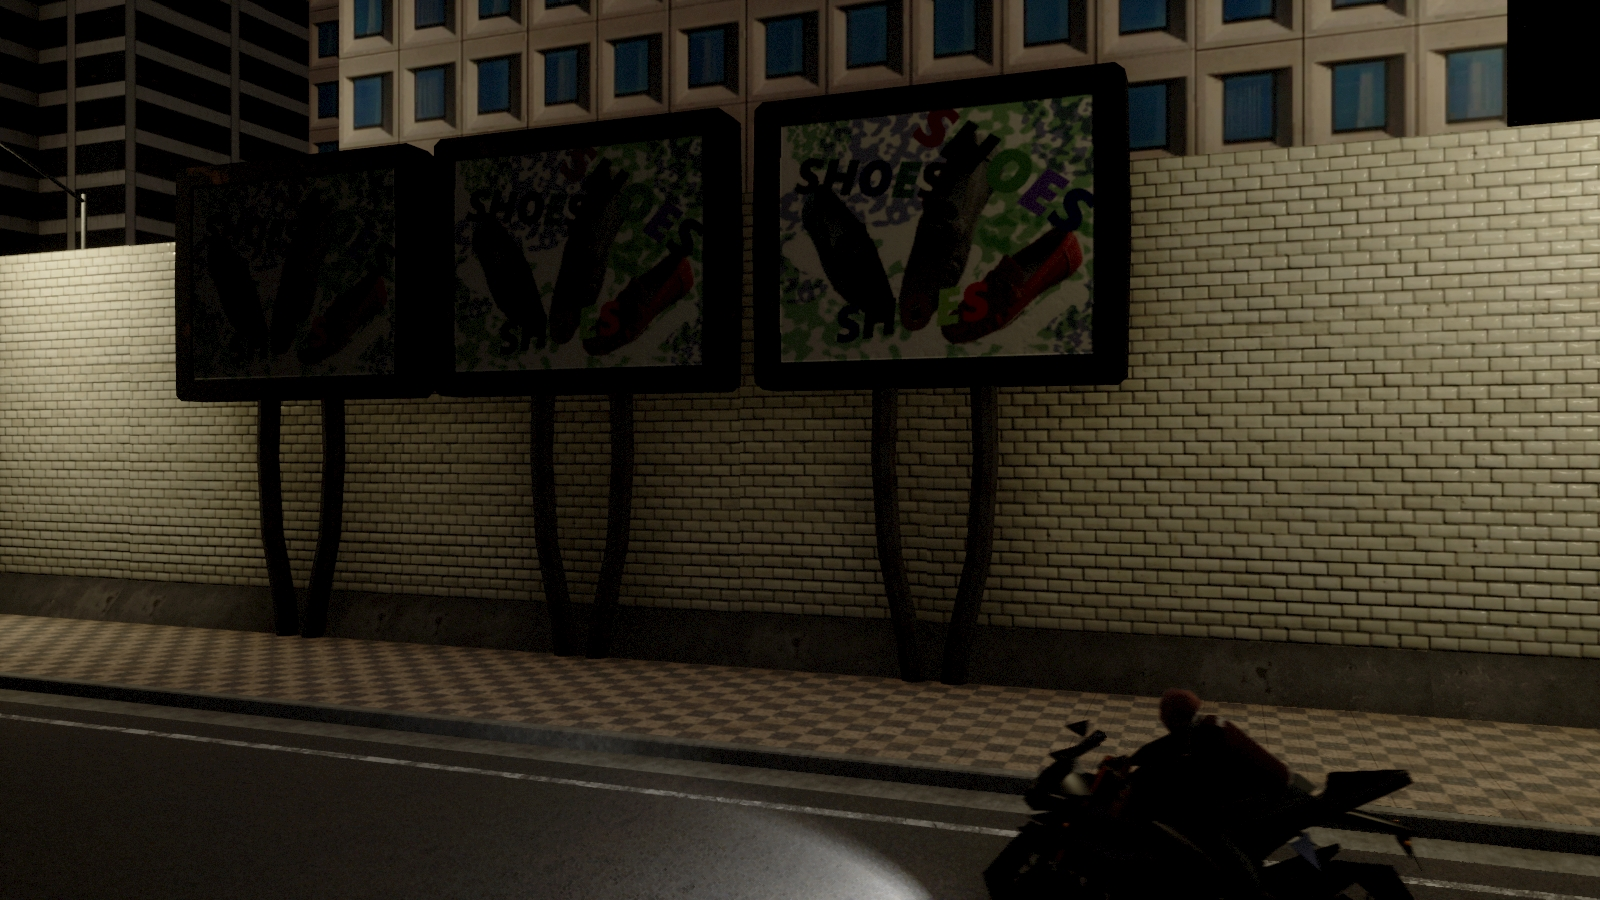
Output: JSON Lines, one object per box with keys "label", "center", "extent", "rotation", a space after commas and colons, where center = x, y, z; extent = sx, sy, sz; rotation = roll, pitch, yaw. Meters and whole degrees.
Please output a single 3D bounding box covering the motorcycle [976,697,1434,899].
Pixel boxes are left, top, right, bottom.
{"label": "motorcycle", "center": [2.143, 2.149, 6.250], "extent": [2.209, 1.251, 0.867], "rotation": [0, 0, 20]}
